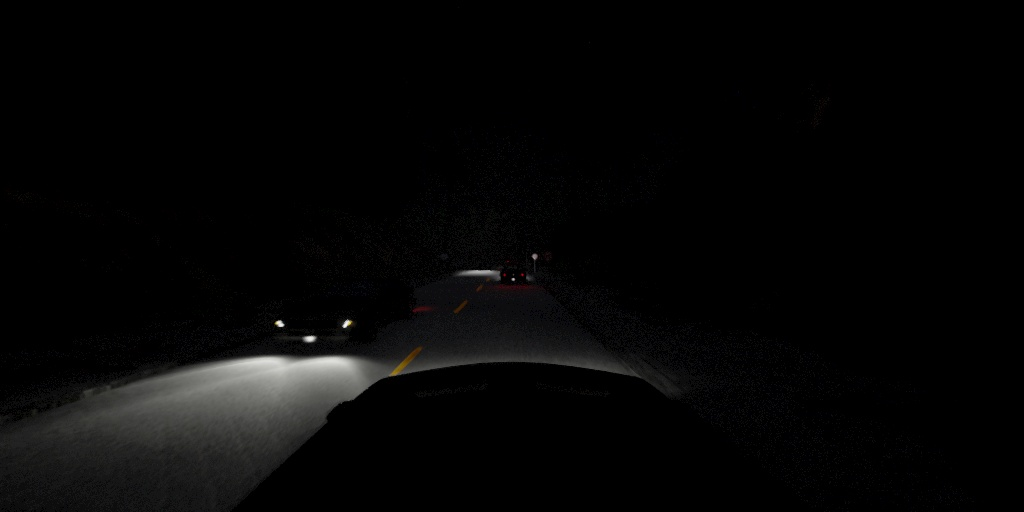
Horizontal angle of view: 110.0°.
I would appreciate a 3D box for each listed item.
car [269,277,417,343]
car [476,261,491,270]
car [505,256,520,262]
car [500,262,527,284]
[{"bbox_3d":[-4.100,1.299,9.926,2.033,1.411,5.357,0,0,0],"label":"car"},{"bbox_3d":[-4.063,1.363,52.302,1.895,1.301,4.718,0,0,1],"label":"car"},{"bbox_3d":[0.090,0.984,56.143,2.150,2.045,5.566,0,0,0],"label":"car"},{"bbox_3d":[0.096,1.357,27.362,1.895,1.301,4.718,0,0,0],"label":"car"}]
